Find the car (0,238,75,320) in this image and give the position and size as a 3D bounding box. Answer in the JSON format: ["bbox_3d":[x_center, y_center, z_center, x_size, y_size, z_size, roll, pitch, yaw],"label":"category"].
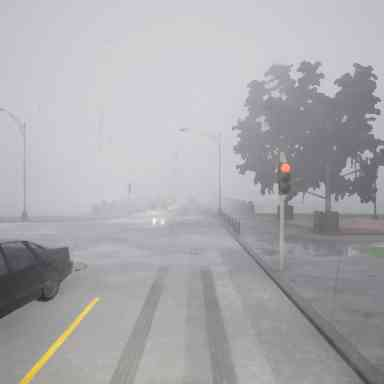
[{"bbox_3d":[-3.920,1.548,5.651,2.033,1.411,5.357,0,0,6],"label":"car"}]

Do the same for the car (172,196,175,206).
[{"bbox_3d":[-4.062,1.477,51.794,1.882,1.535,5.008,0,0,0],"label":"car"}]

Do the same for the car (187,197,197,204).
[{"bbox_3d":[0.038,1.547,61.682,2.033,1.411,5.357,0,0,0],"label":"car"}]

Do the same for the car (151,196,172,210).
[{"bbox_3d":[-4.074,1.491,42.246,2.128,1.511,4.902,0,0,0],"label":"car"}]
